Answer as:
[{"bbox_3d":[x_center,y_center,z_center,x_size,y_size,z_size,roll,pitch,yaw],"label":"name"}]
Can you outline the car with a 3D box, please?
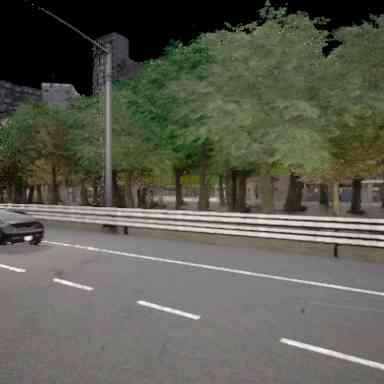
[{"bbox_3d":[-8.172,1.505,14.003,4.892,1.490,1.837,0,0,36],"label":"car"}]
